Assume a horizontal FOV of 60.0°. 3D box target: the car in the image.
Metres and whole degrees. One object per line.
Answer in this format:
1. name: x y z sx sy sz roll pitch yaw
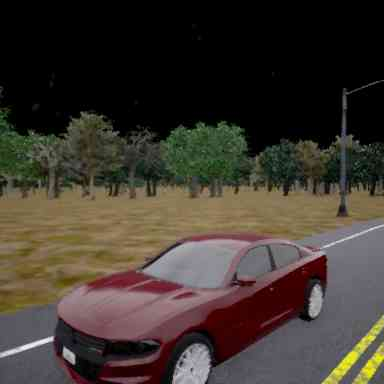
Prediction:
1. car: 0.444 1.414 5.249 1.882 1.535 5.008 1 1 43
